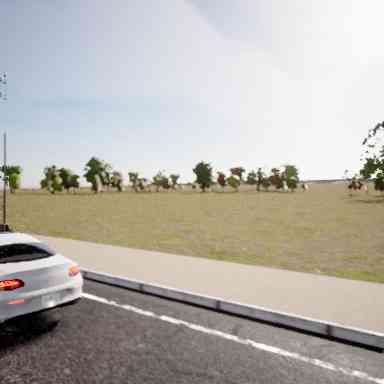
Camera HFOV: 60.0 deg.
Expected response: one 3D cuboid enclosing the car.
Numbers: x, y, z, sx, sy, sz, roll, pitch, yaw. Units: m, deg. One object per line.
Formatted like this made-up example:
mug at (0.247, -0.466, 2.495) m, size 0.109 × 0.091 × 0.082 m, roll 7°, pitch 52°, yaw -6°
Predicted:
car at (-4.100, 1.510, 6.607) m, size 4.674 × 1.442 × 1.812 m, roll 0°, pitch 0°, yaw 36°
